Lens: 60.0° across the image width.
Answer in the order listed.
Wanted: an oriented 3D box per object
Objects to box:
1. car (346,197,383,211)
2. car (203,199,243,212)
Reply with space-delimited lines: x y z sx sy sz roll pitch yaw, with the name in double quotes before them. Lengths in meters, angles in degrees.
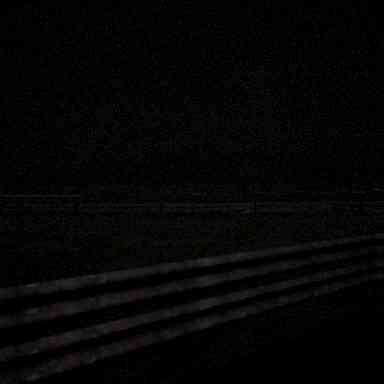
"car" 19.817 1.287 37.215 4.674 1.442 1.812 -2 1 11
"car" 3.746 1.621 40.443 4.892 1.490 1.837 -1 2 11
